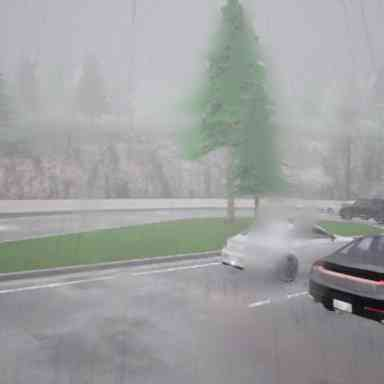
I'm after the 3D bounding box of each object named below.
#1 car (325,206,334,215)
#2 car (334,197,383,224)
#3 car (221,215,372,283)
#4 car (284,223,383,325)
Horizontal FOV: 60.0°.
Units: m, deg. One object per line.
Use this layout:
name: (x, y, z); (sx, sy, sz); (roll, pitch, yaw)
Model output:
car: (16.338, 1.741, 34.706); (4.674, 1.442, 1.812); (1, 0, 45)
car: (14.369, 1.405, 26.361); (2.150, 2.045, 5.566); (2, 0, -19)
car: (2.981, 1.567, 9.680); (4.674, 1.442, 1.812); (1, 0, -33)
car: (4.333, 1.543, 6.391); (4.902, 1.511, 2.128); (1, 0, -33)
